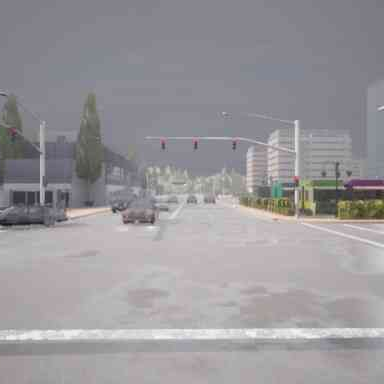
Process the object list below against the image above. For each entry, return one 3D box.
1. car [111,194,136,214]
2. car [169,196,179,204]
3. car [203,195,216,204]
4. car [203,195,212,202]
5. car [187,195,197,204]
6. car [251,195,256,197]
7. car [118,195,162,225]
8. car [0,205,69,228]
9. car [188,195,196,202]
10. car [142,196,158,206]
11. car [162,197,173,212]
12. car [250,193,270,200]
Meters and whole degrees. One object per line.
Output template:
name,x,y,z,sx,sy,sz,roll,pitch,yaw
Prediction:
car,-7.108,1.219,36.013,2.150,2.045,5.566,0,0,0
car,-3.569,1.503,62.258,1.837,1.490,4.892,0,-1,0
car,3.486,1.487,63.663,2.128,1.511,4.902,0,0,0
car,3.484,1.392,73.938,1.812,1.442,4.674,0,0,0
car,-0.014,1.487,63.662,2.128,1.511,4.902,0,0,0
car,17.770,1.151,83.939,3.866,1.878,1.905,0,0,-2
car,-3.606,1.350,24.025,2.097,1.767,4.553,0,0,0
car,-10.687,1.546,21.103,5.357,1.411,2.033,0,0,-37
car,-0.016,1.368,73.936,1.837,1.490,4.892,0,0,0
car,-7.094,1.488,57.144,2.128,1.511,4.902,0,0,0
car,-3.609,1.598,38.672,1.895,1.301,4.718,0,0,0
car,17.750,1.148,86.834,4.605,1.855,1.932,0,0,-2
